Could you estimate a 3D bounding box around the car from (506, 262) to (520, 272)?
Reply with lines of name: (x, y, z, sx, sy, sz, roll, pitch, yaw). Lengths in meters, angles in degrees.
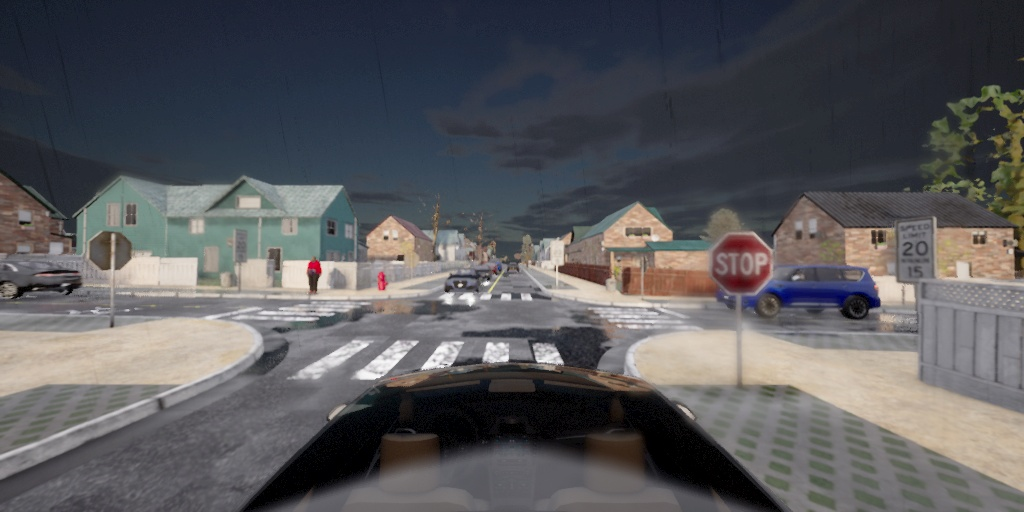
car: (0.172, 1.673, 55.719, 1.837, 1.490, 4.892, 0, 0, 0)

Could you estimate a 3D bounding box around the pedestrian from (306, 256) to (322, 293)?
pedestrian: (-9.608, 0.870, 17.376, 0.375, 1.860, 0.375, 0, -3, 0)

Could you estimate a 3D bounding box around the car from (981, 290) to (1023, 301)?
car: (21.493, 1.844, 14.403, 5.008, 1.535, 1.882, 1, -1, 0)

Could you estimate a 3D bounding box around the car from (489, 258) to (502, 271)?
car: (-2.715, 1.392, 56.023, 2.150, 2.045, 5.566, 0, -1, 1)

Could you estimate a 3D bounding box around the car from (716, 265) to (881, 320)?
car: (11.372, 1.359, 14.428, 5.566, 2.045, 2.150, 1, -1, 0)

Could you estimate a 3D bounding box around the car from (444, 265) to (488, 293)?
car: (-2.816, 1.446, 21.832, 1.994, 1.385, 4.181, 0, 0, 1)

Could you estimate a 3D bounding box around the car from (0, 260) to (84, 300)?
car: (-20.452, 0.915, 14.480, 4.902, 1.511, 2.128, 1, -1, 0)

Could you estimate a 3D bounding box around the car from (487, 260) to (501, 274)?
car: (-2.785, 1.542, 44.572, 1.882, 1.535, 5.008, 0, -1, 0)

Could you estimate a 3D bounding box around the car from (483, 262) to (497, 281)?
car: (-2.804, 1.518, 33.464, 2.033, 1.411, 5.357, 0, 0, 0)
